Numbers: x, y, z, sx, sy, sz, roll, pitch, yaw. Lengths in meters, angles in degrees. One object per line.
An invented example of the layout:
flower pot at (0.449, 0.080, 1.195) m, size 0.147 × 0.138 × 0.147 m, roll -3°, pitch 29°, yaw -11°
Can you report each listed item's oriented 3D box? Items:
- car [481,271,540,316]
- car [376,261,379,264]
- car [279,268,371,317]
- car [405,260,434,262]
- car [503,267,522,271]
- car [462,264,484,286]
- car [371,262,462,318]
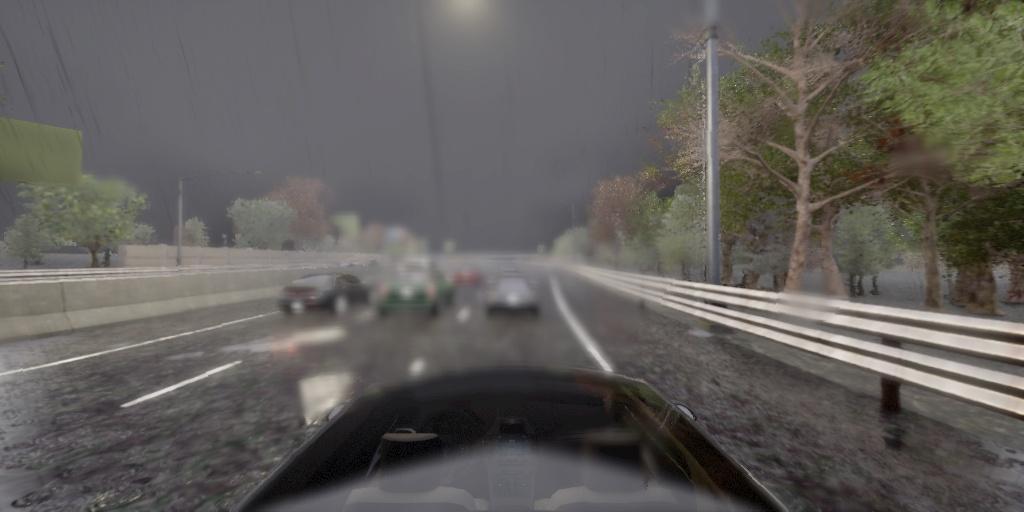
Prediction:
car at (0.047, 1.478, 14.340) m, size 1.994 × 1.385 × 4.181 m, roll 0°, pitch -1°, yaw 0°
car at (-21.030, 2.061, 61.824) m, size 2.128 × 1.511 × 4.902 m, roll 0°, pitch -1°, yaw 1°
car at (-6.956, 1.416, 14.110) m, size 1.837 × 1.490 × 4.892 m, roll 0°, pitch 0°, yaw 0°
car at (-6.967, 1.316, 27.955) m, size 2.150 × 2.045 × 5.566 m, roll 0°, pitch 0°, yaw 1°
car at (0.042, 1.601, 29.086) m, size 2.128 × 1.511 × 4.902 m, roll 0°, pitch -1°, yaw 0°
car at (-3.458, 1.459, 28.997) m, size 2.097 × 1.767 × 4.553 m, roll 0°, pitch -1°, yaw 0°
car at (-3.456, 1.260, 13.992) m, size 2.097 × 1.767 × 4.553 m, roll 0°, pitch -1°, yaw 0°
